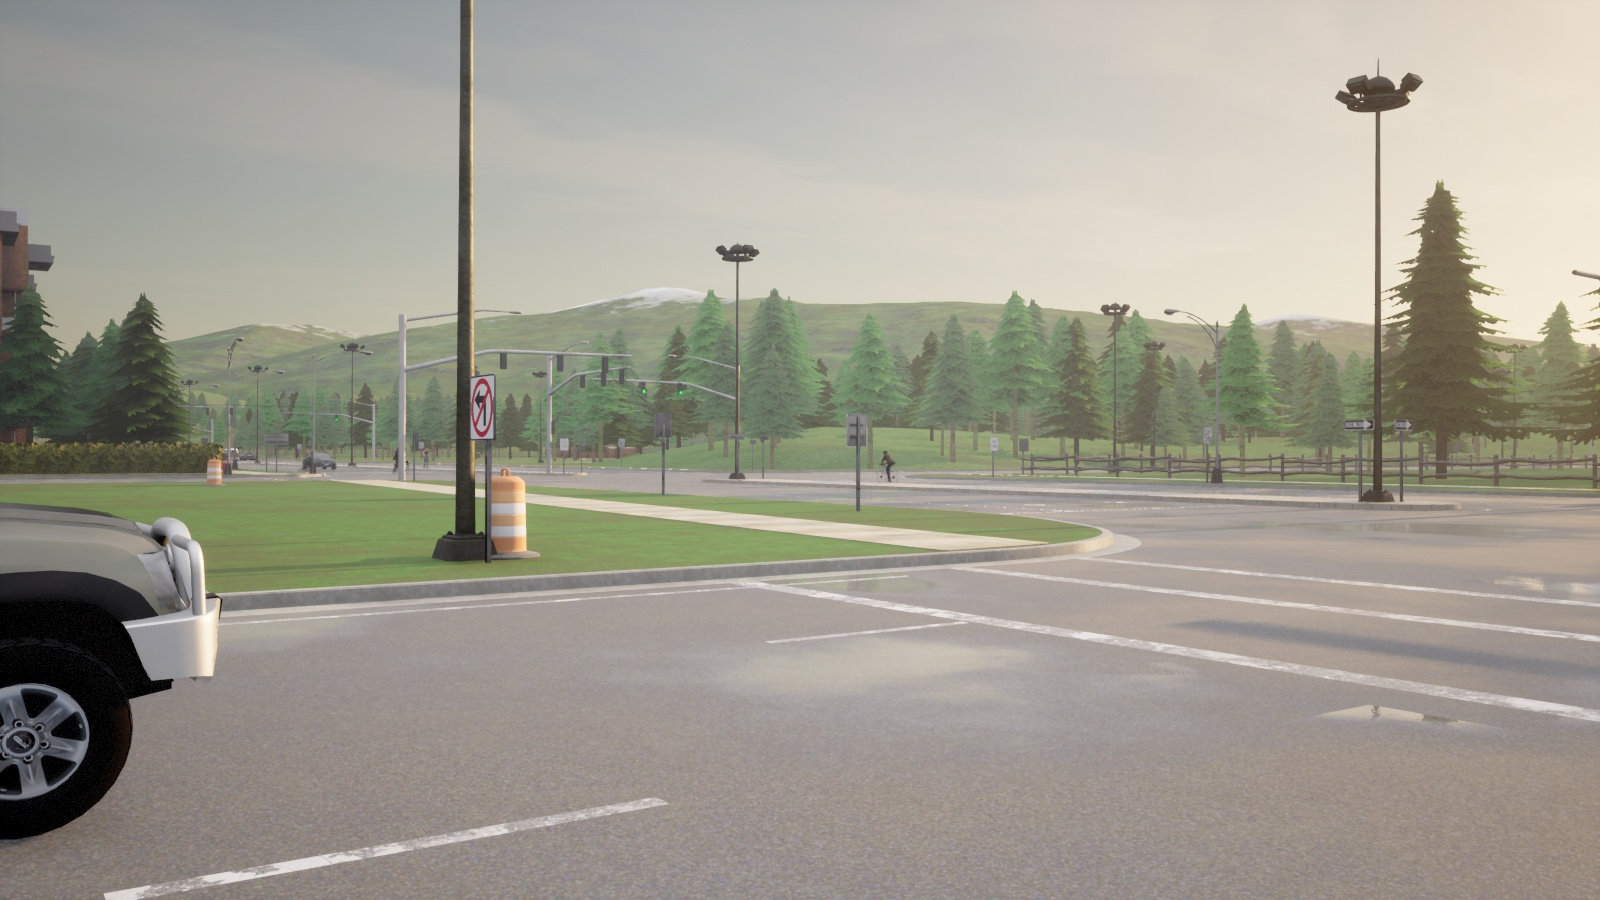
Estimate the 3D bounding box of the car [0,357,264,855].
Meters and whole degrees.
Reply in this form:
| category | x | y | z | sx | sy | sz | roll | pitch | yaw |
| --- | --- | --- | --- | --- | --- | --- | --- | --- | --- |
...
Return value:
| category | x | y | z | sx | sy | sz | roll | pitch | yaw |
| --- | --- | --- | --- | --- | --- | --- | --- | --- | --- |
| car | -4.662 | 0.583 | 4.678 | 4.605 | 1.855 | 1.932 | 0 | 0 | -35 |
